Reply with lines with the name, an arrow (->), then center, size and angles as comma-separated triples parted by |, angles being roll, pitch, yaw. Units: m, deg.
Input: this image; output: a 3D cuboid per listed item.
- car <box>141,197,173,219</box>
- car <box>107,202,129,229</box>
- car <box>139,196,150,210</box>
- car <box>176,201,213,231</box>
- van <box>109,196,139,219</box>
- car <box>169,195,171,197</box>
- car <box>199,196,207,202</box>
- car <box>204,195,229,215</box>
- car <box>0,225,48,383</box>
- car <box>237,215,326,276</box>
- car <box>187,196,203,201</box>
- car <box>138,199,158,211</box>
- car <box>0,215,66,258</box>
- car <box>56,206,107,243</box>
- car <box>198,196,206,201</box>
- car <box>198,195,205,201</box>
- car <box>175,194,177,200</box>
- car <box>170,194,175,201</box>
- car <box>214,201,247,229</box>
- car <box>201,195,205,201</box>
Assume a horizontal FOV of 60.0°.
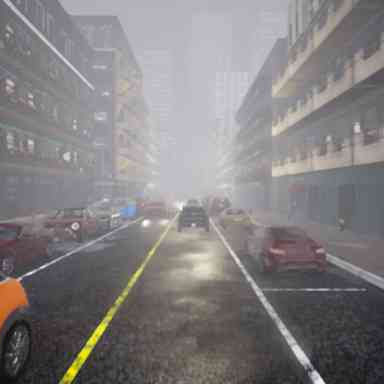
car -> -3.094, 1.528, 30.032 | 1.882, 1.535, 5.008 | 0, 0, 0
car -> -5.665, 1.586, 21.413 | 2.008, 1.369, 4.403 | -1, 0, 0
car -> -5.690, 1.379, 38.220 | 2.192, 1.841, 5.009 | -1, 0, 0
car -> 0.095, 1.541, 20.698 | 1.837, 1.490, 4.892 | 0, 1, 0
van -> -5.668, 1.386, 27.016 | 1.690, 1.788, 3.998 | -1, 0, 0
car -> -5.695, 1.695, 66.230 | 1.802, 1.307, 4.206 | -1, 0, 0
car -> 2.686, 1.668, 83.177 | 1.752, 1.417, 4.829 | -1, 0, 0
car -> 2.680, 1.369, 32.589 | 2.192, 1.841, 5.009 | -1, 0, 0
car -> -3.099, 1.359, 2.363 | 2.097, 1.767, 4.553 | 0, 0, 0
car -> 2.682, 1.599, 10.180 | 1.802, 1.307, 4.206 | -1, 0, 0
car -> 0.103, 1.597, 42.397 | 1.812, 1.442, 4.674 | 0, 0, 0
car -> -5.704, 1.624, 43.822 | 2.008, 1.369, 4.403 | -1, 0, 0
car -> -5.665, 1.599, 10.210 | 1.802, 1.307, 4.206 | -1, 0, 0
car -> -5.667, 1.466, 15.811 | 1.967, 1.590, 4.097 | -1, 0, 0
car -> 2.686, 1.718, 88.609 | 1.947, 1.339, 4.313 | -1, 0, 0
car -> 2.685, 1.603, 94.211 | 1.967, 1.590, 4.097 | -1, 0, 0
car -> -5.694, 1.703, 88.638 | 2.008, 1.369, 4.403 | -1, 0, 0
car -> -5.694, 1.683, 77.434 | 2.008, 1.369, 4.403 | -1, 0, 0
car -> 2.682, 1.561, 21.554 | 1.752, 1.417, 4.829 | -1, 0, 0
car -> 2.680, 1.388, 43.793 | 2.192, 1.841, 5.009 | -1, 0, 0
